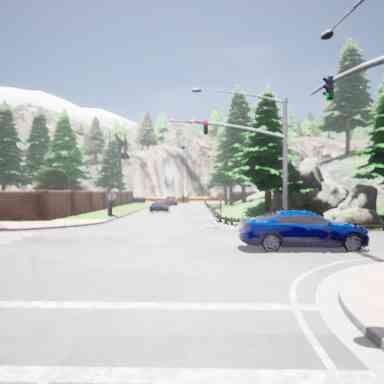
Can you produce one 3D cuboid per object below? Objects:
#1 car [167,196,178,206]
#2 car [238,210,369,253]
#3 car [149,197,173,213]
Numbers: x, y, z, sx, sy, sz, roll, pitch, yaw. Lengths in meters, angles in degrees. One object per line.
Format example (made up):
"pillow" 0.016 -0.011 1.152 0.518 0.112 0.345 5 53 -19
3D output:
"car" -3.509 1.409 55.812 2.097 1.767 4.553 0 0 0
"car" 4.341 1.491 13.189 5.008 1.535 1.882 0 0 -1
"car" -3.601 1.575 37.257 1.994 1.385 4.181 0 0 0
